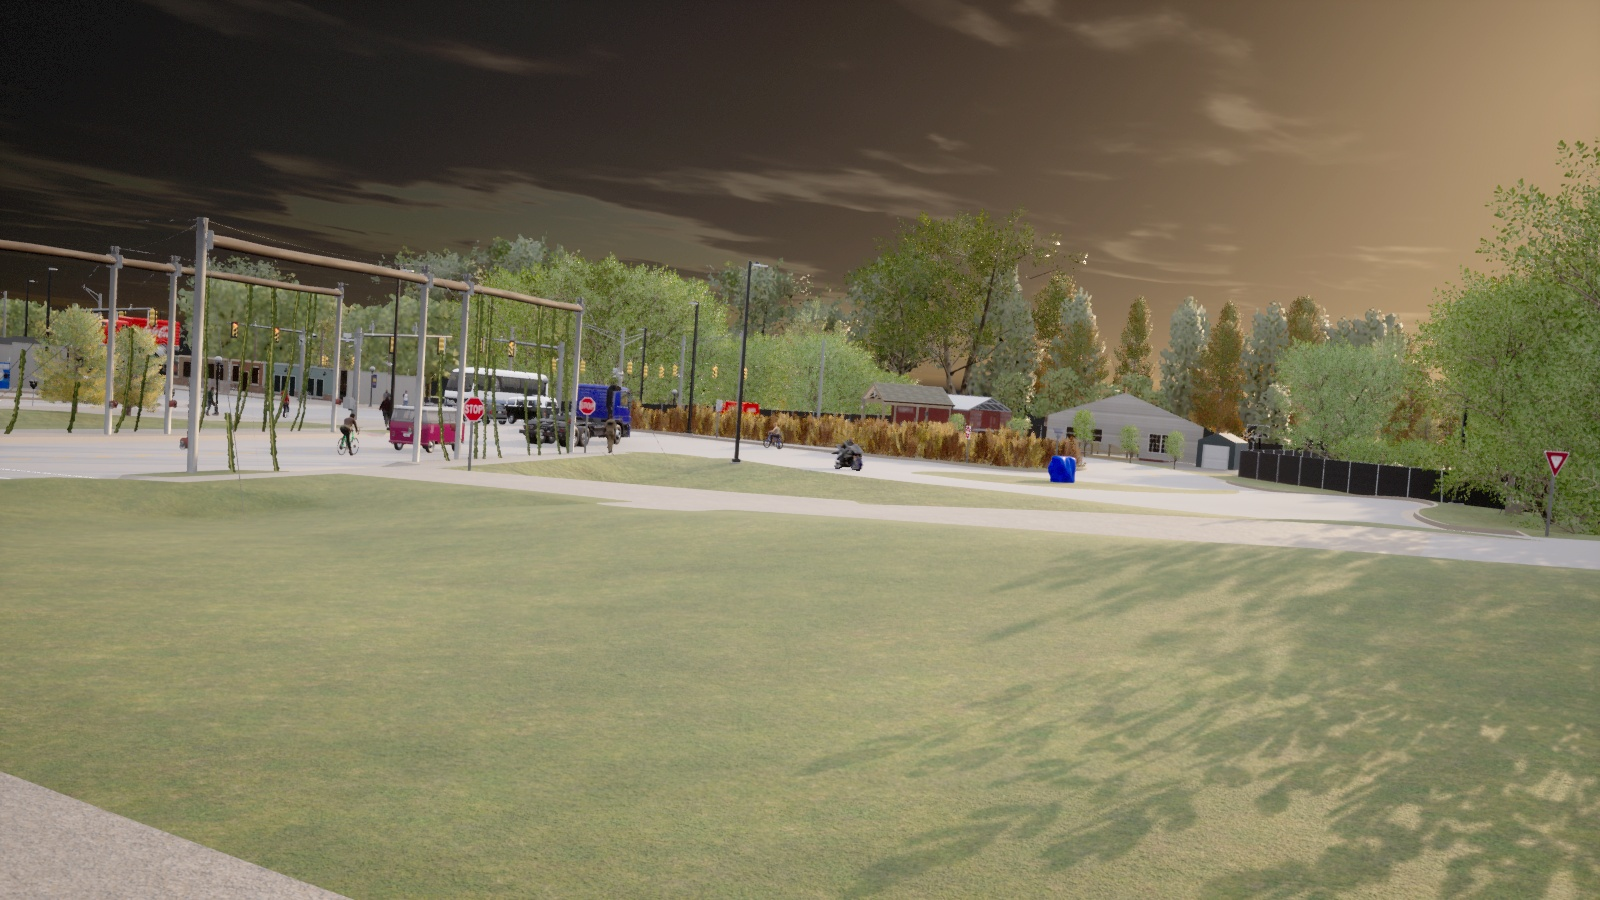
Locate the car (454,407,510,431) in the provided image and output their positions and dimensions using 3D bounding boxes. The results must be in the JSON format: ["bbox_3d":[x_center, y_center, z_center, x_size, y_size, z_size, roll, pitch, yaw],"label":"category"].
[{"bbox_3d":[-22.143,-2.189,87.419,3.705,1.549,1.789,3,3,35],"label":"car"}]

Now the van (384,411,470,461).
[{"bbox_3d":[-16.399,-0.647,55.473,1.775,1.987,4.442,4,2,10],"label":"van"}]

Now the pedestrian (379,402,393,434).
[{"bbox_3d":[-24.353,-1.879,73.879,0.634,1.844,0.899,2,4,-25],"label":"pedestrian"}]

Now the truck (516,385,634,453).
[{"bbox_3d":[-12.515,-1.824,70.636,2.891,3.462,7.936,4,4,19],"label":"truck"}]

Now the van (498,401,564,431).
[{"bbox_3d":[-19.253,-2.459,89.872,4.480,2.038,2.069,3,3,36],"label":"van"}]

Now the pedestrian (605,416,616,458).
[{"bbox_3d":[-8.949,-0.611,59.241,0.396,1.930,0.692,3,3,-8],"label":"pedestrian"}]

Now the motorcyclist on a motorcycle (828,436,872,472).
[{"bbox_3d":[2.255,0.181,57.258,0.866,1.530,2.191,4,0,-31],"label":"motorcyclist on a motorcycle"}]
